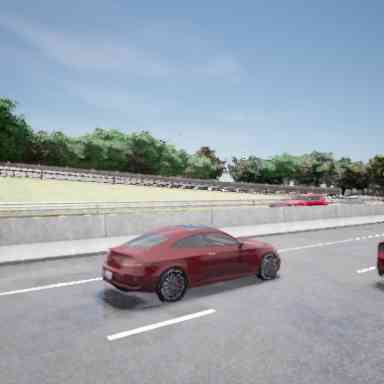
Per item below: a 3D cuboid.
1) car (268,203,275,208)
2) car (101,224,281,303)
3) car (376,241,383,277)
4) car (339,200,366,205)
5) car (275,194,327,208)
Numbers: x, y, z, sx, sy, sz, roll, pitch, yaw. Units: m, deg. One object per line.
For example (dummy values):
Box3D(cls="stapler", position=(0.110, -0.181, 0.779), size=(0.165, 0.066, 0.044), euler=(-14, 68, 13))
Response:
Box3D(cls="car", position=(10.435, 1.571, 37.221), size=(4.181, 1.385, 1.994), euler=(0, 0, -35))
Box3D(cls="car", position=(0.154, 1.526, 8.169), size=(4.674, 1.442, 1.812), euler=(0, 0, -36))
Box3D(cls="car", position=(6.686, 1.479, 8.514), size=(5.008, 1.535, 1.882), euler=(0, 0, -36))
Box3D(cls="car", position=(15.453, 1.534, 32.201), size=(4.674, 1.442, 1.812), euler=(0, 0, -35))
Box3D(cls="car", position=(11.375, 1.228, 33.596), size=(5.566, 2.045, 2.150), euler=(0, 0, -35))
